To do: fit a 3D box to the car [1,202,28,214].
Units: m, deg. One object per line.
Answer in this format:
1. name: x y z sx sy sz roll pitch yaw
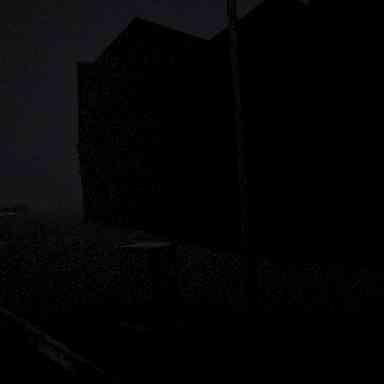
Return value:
1. car: -27.025 2.378 50.664 1.882 1.535 5.008 -4 -1 2
